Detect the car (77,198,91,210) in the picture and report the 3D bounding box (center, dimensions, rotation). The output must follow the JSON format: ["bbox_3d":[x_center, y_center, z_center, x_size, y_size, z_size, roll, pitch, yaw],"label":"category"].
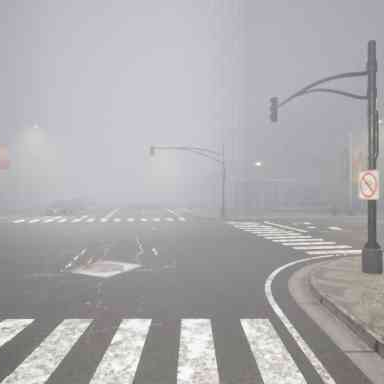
[{"bbox_3d":[-14.808,1.503,43.305,1.882,1.535,5.008,0,0,-9],"label":"car"}]

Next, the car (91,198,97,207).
[{"bbox_3d":[-16.406,1.600,53.148,1.994,1.385,4.181,0,0,-9],"label":"car"}]

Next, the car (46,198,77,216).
[{"bbox_3d":[-13.216,1.542,33.473,1.812,1.442,4.674,0,0,-10],"label":"car"}]
